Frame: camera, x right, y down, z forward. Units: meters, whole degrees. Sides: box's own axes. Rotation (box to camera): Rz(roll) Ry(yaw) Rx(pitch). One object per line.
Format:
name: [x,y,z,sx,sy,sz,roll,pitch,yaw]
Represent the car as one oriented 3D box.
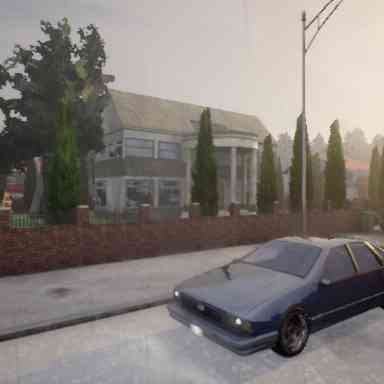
car: [2.226,1.543,6.202,5.357,1.411,2.033,0,0,-36]
